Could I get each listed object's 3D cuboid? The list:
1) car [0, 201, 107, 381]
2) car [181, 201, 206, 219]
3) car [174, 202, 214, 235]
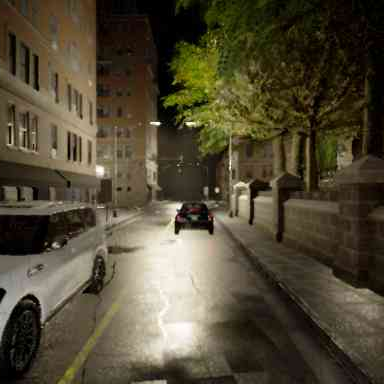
[{"bbox_3d":[-3.097,1.216,5.819,2.150,2.045,5.566,0,0,0],"label":"car"},{"bbox_3d":[0.087,1.536,29.175,1.994,1.385,4.181,0,0,0],"label":"car"},{"bbox_3d":[0.103,1.335,18.934,2.097,1.767,4.553,0,0,0],"label":"car"}]
